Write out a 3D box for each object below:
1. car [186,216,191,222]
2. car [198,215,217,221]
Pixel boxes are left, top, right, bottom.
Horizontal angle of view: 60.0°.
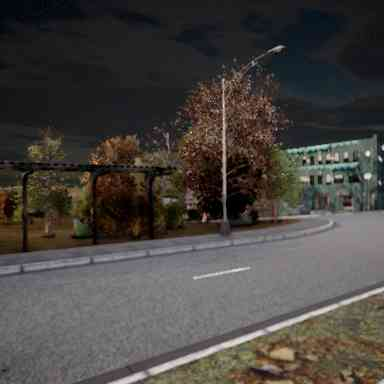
[{"bbox_3d":[-1.435,6.000,73.540,1.895,1.301,4.718,-1,-5,-8],"label":"car"},{"bbox_3d":[2.672,4.424,58.172,1.882,1.535,5.008,-1,-5,-21],"label":"car"}]
